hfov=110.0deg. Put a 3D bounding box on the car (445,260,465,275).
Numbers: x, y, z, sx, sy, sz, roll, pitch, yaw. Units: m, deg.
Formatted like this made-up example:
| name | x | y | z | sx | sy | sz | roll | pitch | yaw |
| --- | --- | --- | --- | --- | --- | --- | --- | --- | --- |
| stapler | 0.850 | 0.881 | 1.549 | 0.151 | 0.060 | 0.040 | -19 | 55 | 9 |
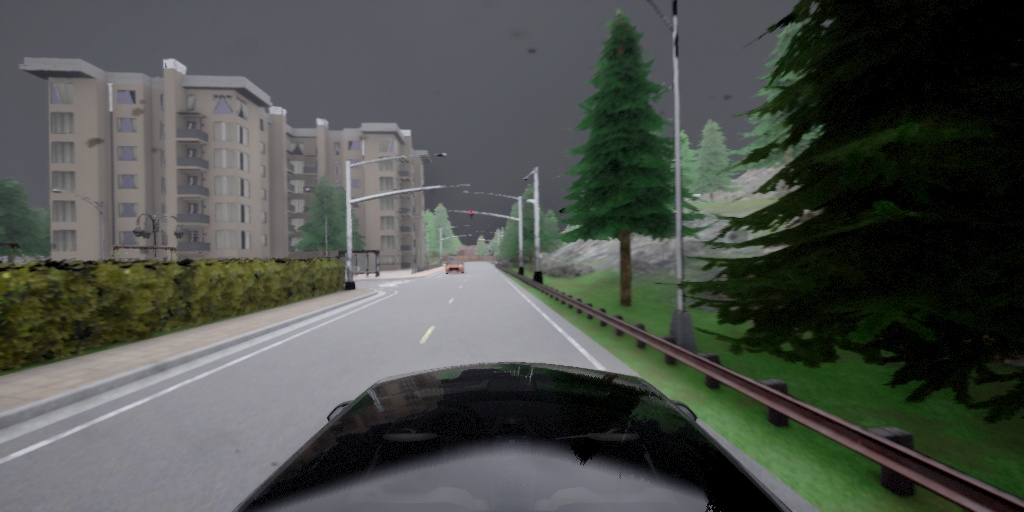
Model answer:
| name | x | y | z | sx | sy | sz | roll | pitch | yaw |
| --- | --- | --- | --- | --- | --- | --- | --- | --- | --- |
| car | -6.765 | 1.226 | 42.918 | 2.097 | 1.767 | 4.553 | -1 | 0 | -5 |
